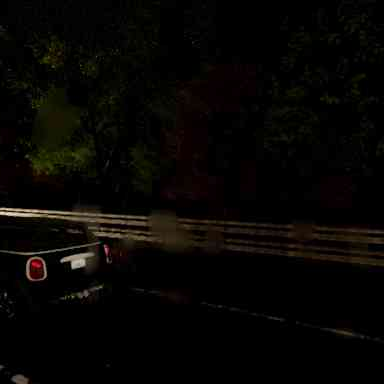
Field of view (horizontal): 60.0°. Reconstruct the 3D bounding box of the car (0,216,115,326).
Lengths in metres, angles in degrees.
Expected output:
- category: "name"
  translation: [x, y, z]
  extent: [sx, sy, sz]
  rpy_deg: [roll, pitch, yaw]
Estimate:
- category: "car"
  translation: [-3.863, 1.311, 7.205]
  extent: [4.553, 1.767, 2.097]
  rpy_deg: [0, 0, 32]
